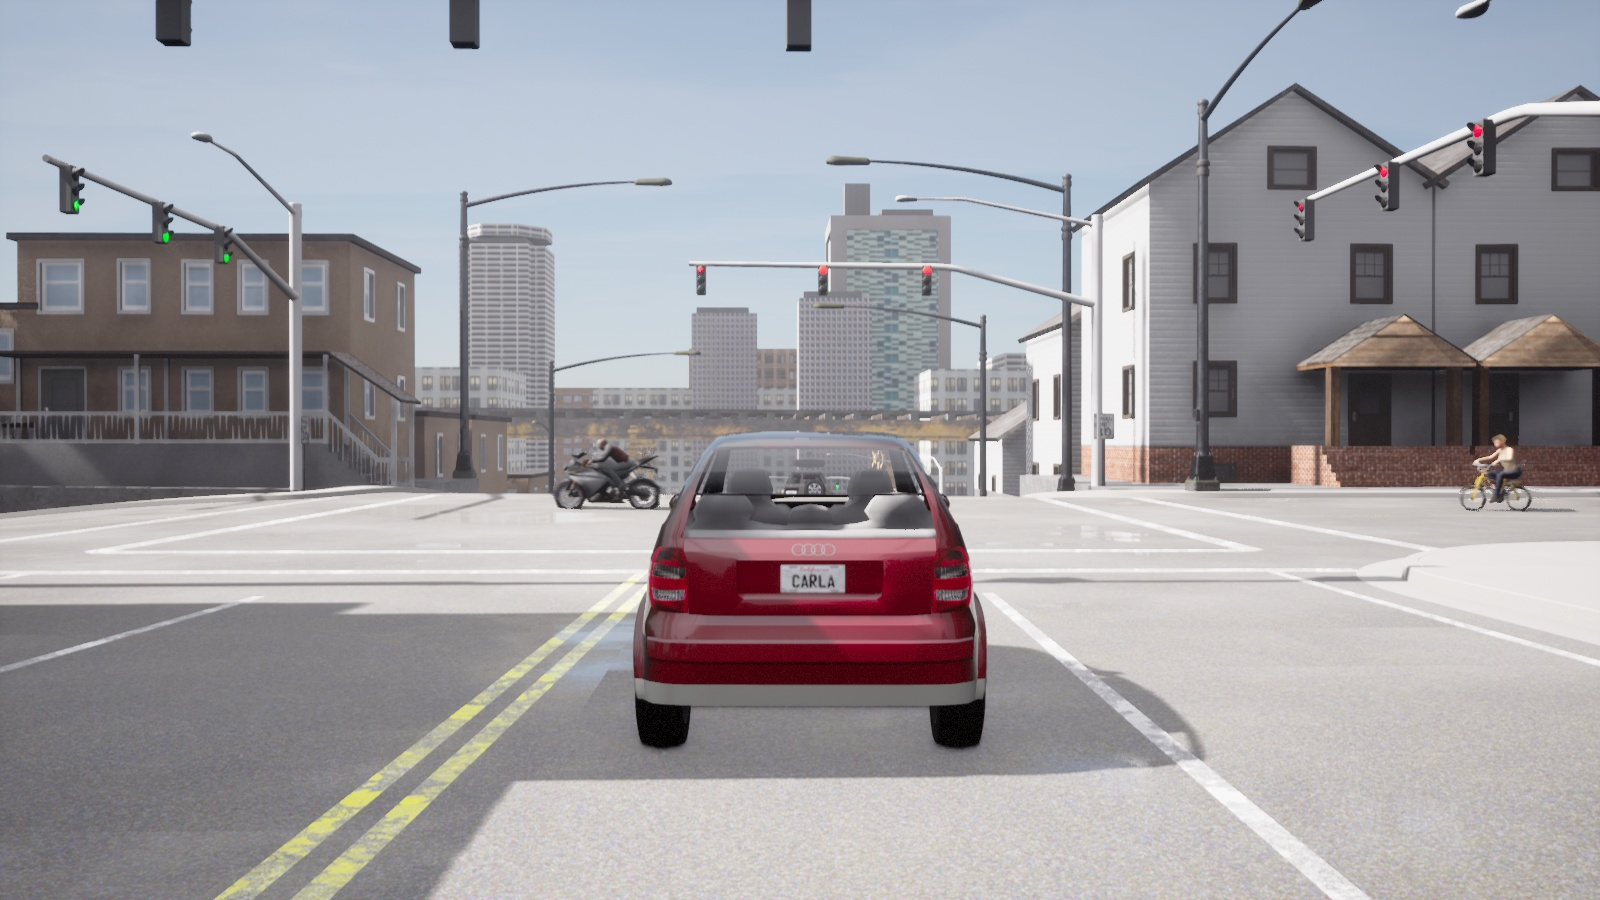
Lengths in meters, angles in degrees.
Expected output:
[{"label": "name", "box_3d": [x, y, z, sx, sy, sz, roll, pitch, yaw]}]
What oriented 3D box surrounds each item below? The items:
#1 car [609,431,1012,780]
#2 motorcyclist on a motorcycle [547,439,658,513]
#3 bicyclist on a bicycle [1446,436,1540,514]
[{"label": "car", "box_3d": [0.056, 0.675, 7.430, 1.789, 1.549, 3.705, 0, 0, 0]}, {"label": "motorcyclist on a motorcycle", "box_3d": [-4.120, 0.532, 26.289, 2.191, 1.530, 0.866, 0, 0, -1]}, {"label": "bicyclist on a bicycle", "box_3d": [14.573, 0.516, 26.440, 1.509, 1.612, 0.866, 0, 0, 0]}]
